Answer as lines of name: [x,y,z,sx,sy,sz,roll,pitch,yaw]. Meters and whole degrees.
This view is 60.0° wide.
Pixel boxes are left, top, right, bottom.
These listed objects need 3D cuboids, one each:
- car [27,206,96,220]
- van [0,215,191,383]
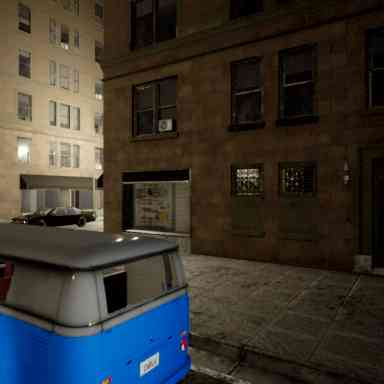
car: [-8.757,1.625,21.480,2.033,1.411,5.357,0,0,33]
van: [-1.937,1.341,4.067,3.998,1.788,1.690,0,0,33]
